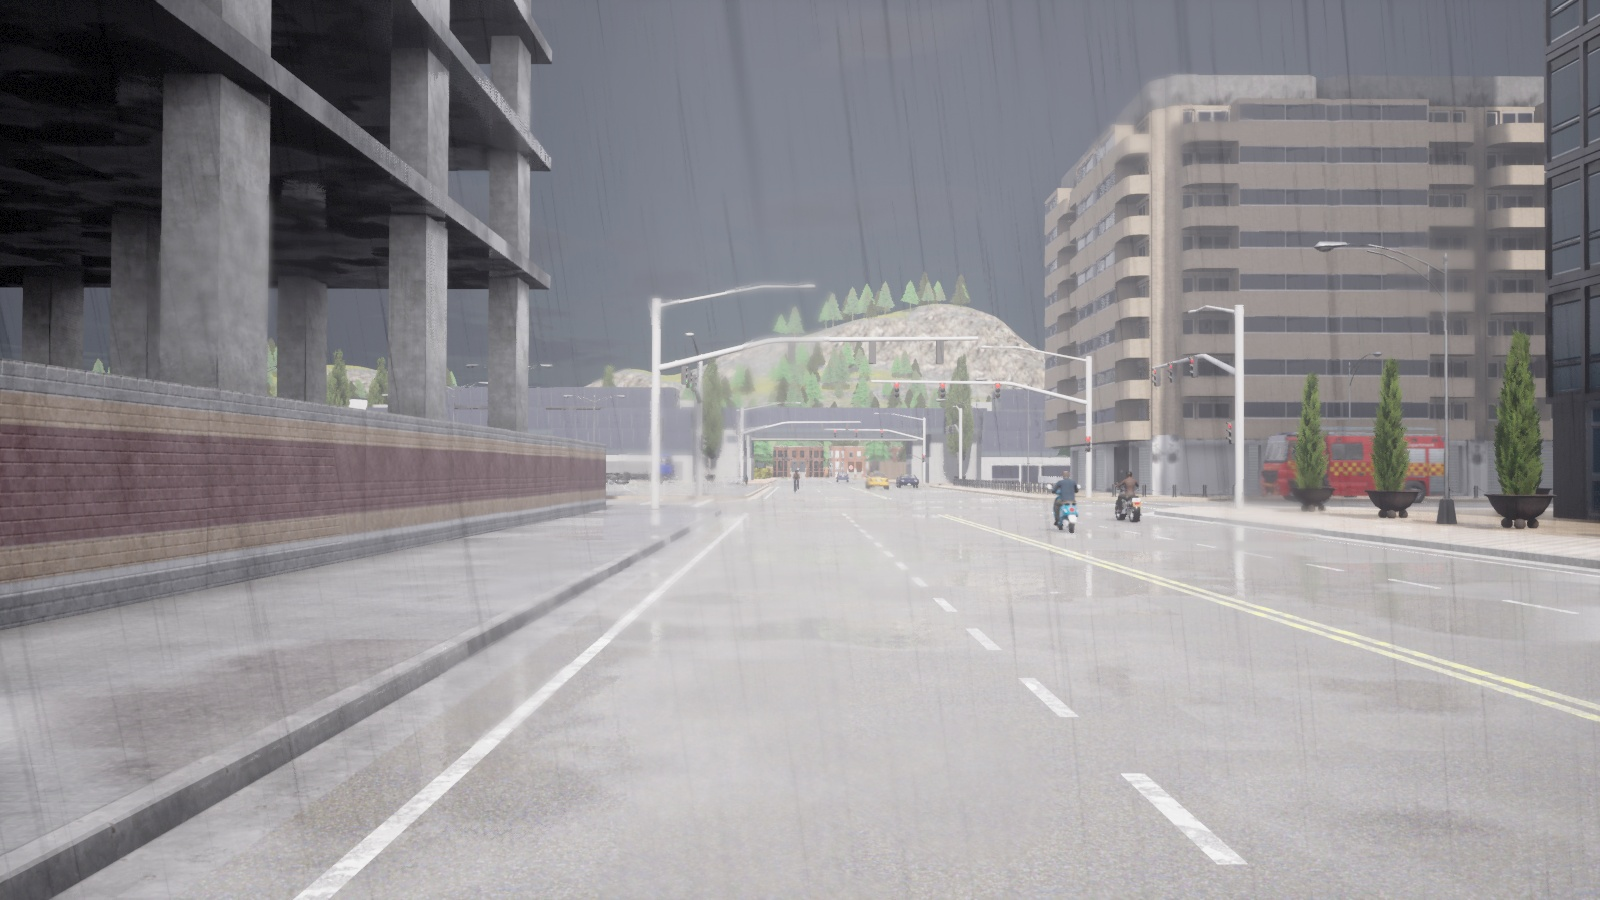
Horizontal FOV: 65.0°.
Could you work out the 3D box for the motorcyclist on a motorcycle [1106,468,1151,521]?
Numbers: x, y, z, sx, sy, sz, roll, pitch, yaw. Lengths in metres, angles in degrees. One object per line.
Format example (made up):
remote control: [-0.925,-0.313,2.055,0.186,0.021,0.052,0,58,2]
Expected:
motorcyclist on a motorcycle: [10.392,1.390,39.816,0.766,1.649,2.350,0,-1,0]

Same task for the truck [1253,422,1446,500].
truck: [27.699,0.549,63.595,8.468,3.827,2.891,0,-1,0]

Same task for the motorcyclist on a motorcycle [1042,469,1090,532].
motorcyclist on a motorcycle: [6.912,1.288,32.721,0.866,1.590,1.817,0,-1,0]
